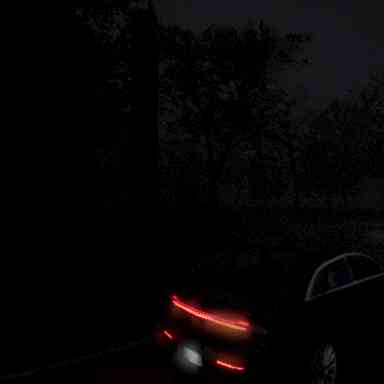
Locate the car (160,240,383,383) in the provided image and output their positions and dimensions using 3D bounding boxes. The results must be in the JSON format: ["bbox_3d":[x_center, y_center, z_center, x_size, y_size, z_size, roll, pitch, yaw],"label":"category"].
[{"bbox_3d":[1.820,1.502,5.073,4.902,1.511,2.128,0,0,-42],"label":"car"}]
